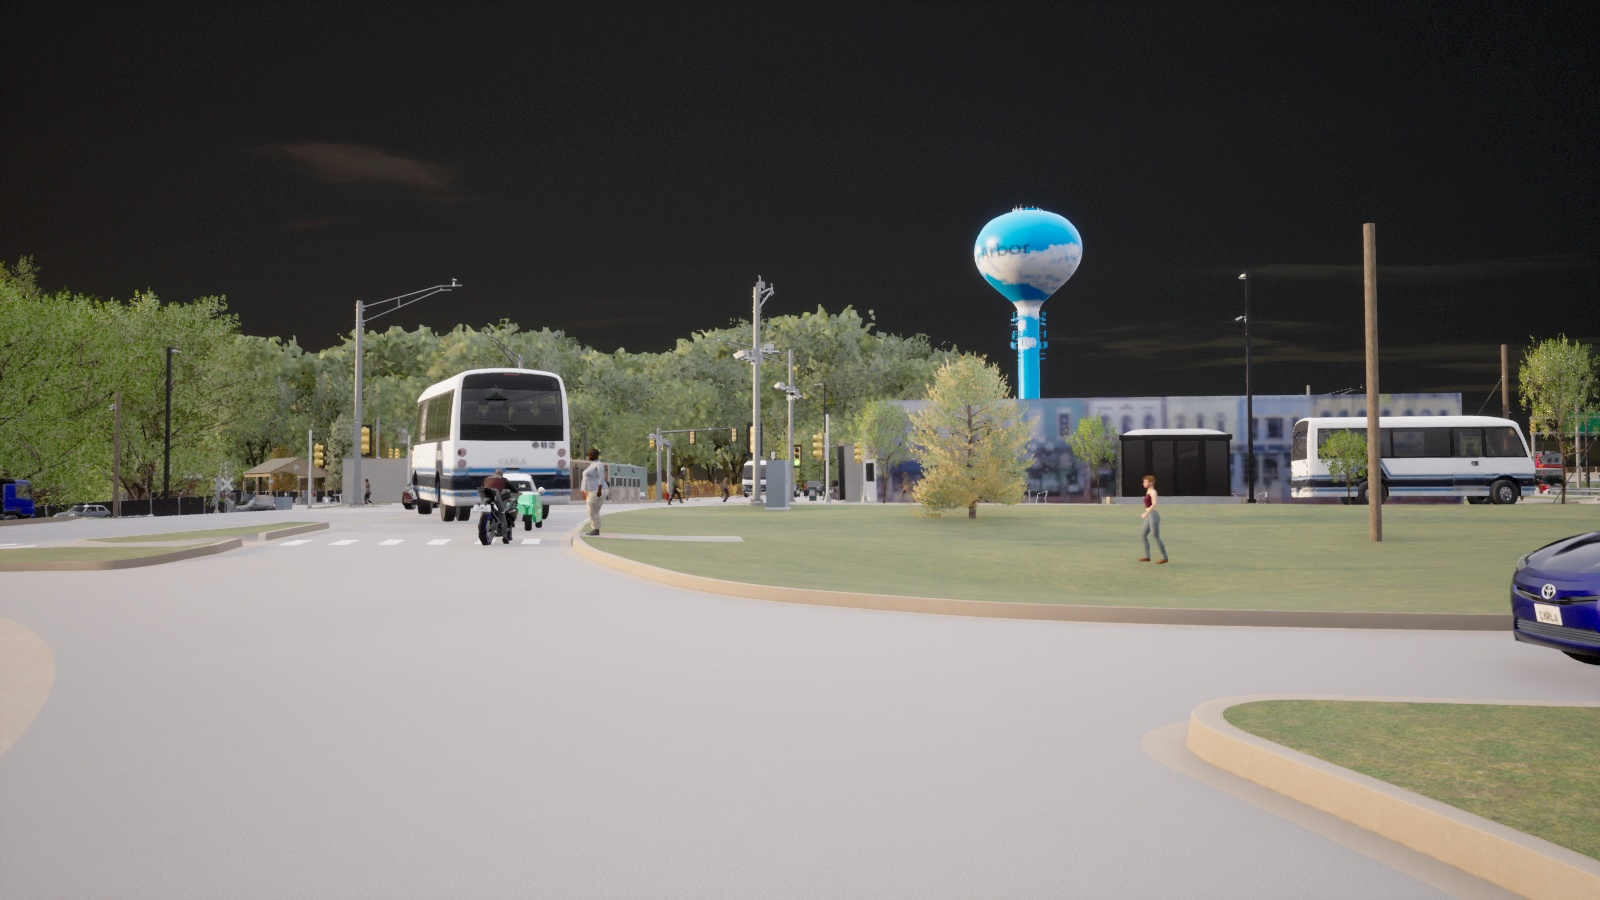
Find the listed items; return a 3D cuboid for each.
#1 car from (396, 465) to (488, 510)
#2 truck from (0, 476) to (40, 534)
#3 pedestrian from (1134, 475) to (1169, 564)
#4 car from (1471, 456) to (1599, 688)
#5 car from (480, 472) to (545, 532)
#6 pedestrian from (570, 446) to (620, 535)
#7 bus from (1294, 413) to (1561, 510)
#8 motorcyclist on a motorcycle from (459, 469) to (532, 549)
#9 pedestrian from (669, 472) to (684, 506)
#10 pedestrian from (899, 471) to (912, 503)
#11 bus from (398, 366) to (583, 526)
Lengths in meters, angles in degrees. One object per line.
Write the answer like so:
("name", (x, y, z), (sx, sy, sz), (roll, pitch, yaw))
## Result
("car", (-13.712, 1.434, 48.390), (2.033, 1.649, 4.856), (0, -2, 2))
("truck", (-50.021, 3.348, 75.147), (2.891, 3.462, 7.936), (0, -1, 15))
("pedestrian", (7.323, 1.444, 26.173), (0.594, 1.836, 0.345), (0, -3, 1))
("car", (7.530, 0.823, 8.827), (4.514, 1.525, 2.007), (0, -2, 2))
("car", (-7.040, 1.252, 30.900), (1.481, 1.376, 2.207), (0, -1, -11))
("pedestrian", (-4.341, 0.867, 26.588), (0.900, 1.855, 0.874), (1, -3, -19))
("bus", (28.860, 0.625, 58.313), (10.273, 4.253, 3.944), (0, -3, 8))
("motorcyclist on a motorcycle", (-6.117, 1.153, 25.370), (0.866, 1.530, 2.191), (0, -1, 2))
("pedestrian", (-7.071, 2.220, 71.730), (0.788, 1.949, 0.423), (0, -3, 1))
("pedestrian", (5.979, 2.094, 70.897), (0.694, 1.848, 0.540), (0, -3, 8))
("bus", (-9.872, -0.054, 38.897), (3.944, 4.253, 10.273), (0, -1, -23))
